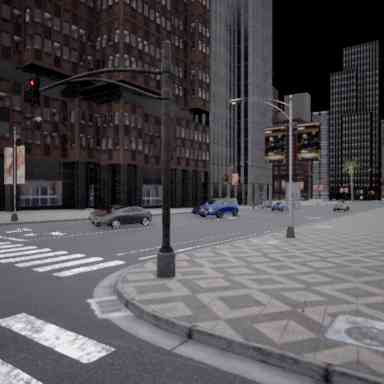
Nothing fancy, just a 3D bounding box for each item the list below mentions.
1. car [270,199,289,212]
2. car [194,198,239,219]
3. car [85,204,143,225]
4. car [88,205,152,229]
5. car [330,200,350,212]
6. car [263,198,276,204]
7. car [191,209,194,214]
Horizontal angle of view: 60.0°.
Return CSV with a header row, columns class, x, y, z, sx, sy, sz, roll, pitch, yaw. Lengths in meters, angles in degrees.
class,x,y,z,sx,sy,sz,roll,pitch,yaw
car,13.571,2.216,50.107,1.882,1.535,5.008,0,-1,35
car,2.966,1.675,35.233,2.150,2.045,5.566,0,0,35
car,-6.376,1.813,27.642,1.812,1.442,4.674,0,-1,35
car,-4.973,1.768,23.990,1.837,1.490,4.892,0,-1,35
car,24.184,2.426,53.688,2.033,1.411,5.357,0,-1,34
car,10.980,1.997,52.070,1.994,1.385,4.181,0,-1,35
car,2.064,2.048,39.594,2.033,1.411,5.357,0,-1,35
